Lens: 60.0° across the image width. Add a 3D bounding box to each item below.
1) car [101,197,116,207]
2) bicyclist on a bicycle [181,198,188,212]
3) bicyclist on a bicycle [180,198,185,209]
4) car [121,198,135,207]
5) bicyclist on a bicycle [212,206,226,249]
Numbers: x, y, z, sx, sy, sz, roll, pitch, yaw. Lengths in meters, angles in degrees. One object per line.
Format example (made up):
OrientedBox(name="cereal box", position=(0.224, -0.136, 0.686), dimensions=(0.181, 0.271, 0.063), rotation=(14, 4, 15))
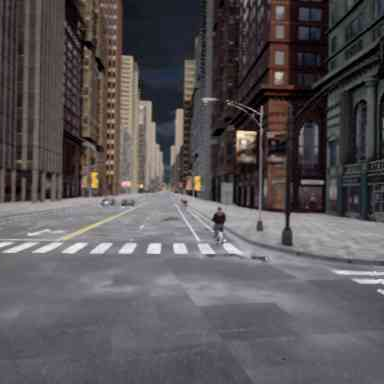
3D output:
OrientedBox(name="car", position=(-13.802, 1.581, 55.217), dimensions=(2.128, 1.511, 4.902), rotation=(1, 0, -4))
OrientedBox(name="bicyclist on a bicycle", position=(-0.810, 1.616, 41.625), dimensions=(0.659, 1.776, 1.843), rotation=(1, 0, -4))
OrientedBox(name="bicyclist on a bicycle", position=(-1.443, 1.738, 50.550), dimensions=(0.582, 1.620, 1.656), rotation=(1, -1, -4))
OrientedBox(name="car", position=(-10.562, 1.712, 55.445), dimensions=(1.994, 1.385, 4.181), rotation=(1, 0, -4))
OrientedBox(name="bicyclist on a bicycle", position=(1.137, 1.489, 14.229), dimensions=(0.659, 1.776, 1.843), rotation=(1, 0, -4))
